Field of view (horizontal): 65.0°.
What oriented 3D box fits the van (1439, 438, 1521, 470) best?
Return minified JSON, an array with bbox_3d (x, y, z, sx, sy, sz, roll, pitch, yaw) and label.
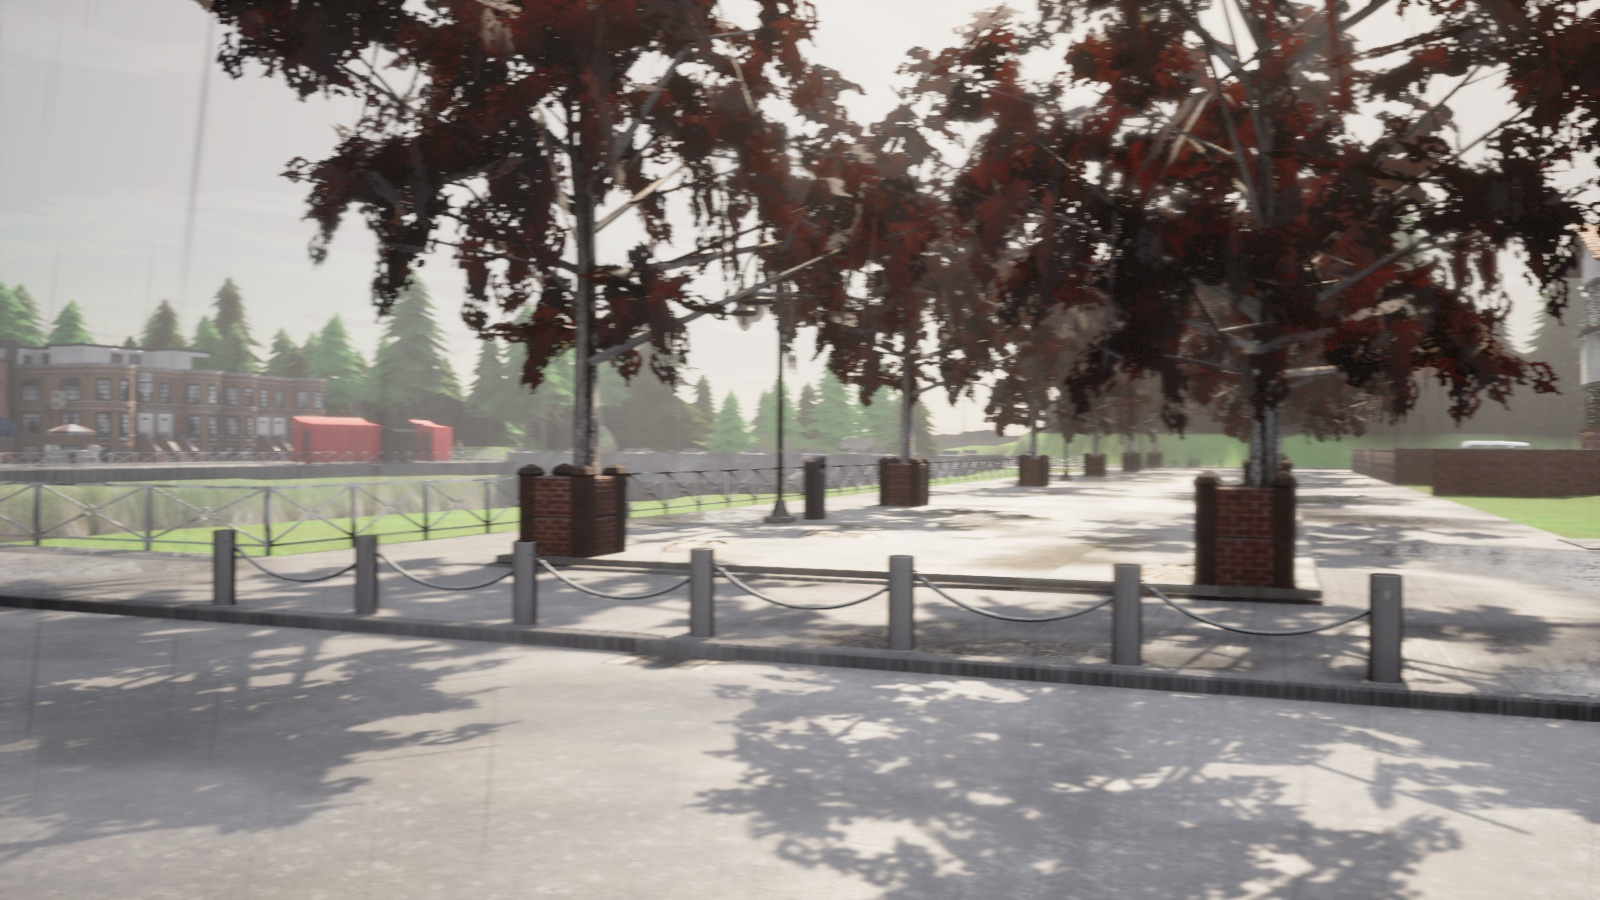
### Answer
[{"bbox_3d":[44.338,0.259,82.017,4.480,2.038,2.069,0,0,20],"label":"van"}]
